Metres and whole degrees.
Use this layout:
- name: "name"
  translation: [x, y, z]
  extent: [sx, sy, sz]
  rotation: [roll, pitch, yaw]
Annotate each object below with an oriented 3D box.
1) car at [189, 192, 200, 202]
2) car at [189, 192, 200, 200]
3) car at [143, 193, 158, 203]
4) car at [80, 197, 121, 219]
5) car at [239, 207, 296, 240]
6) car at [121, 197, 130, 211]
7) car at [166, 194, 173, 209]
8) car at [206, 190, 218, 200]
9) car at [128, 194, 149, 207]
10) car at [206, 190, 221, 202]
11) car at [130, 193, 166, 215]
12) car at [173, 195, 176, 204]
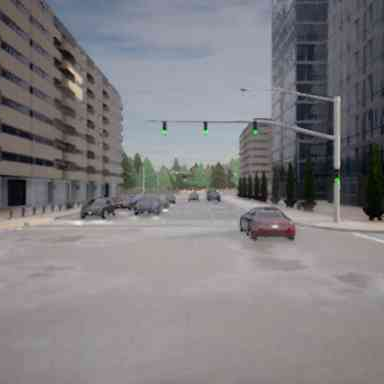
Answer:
- name: "car"
  translation: [0.333, 0.955, 57.512]
  extent: [2.033, 1.411, 5.357]
  rotation: [0, 1, 1]
- name: "car"
  translation: [0.520, 0.806, 67.854]
  extent: [2.128, 1.511, 4.902]
  rotation: [0, 1, 1]
- name: "car"
  translation: [-6.730, 0.950, 54.225]
  extent: [1.837, 1.490, 4.892]
  rotation: [0, 1, 1]
- name: "car"
  translation: [-7.252, 1.231, 26.161]
  extent: [1.837, 1.490, 4.892]
  rotation: [0, 1, 1]
- name: "car"
  translation: [3.492, 1.408, 16.050]
  extent: [1.994, 1.385, 4.181]
  rotation: [0, 1, 0]
- name: "car"
  translation: [-7.146, 1.201, 35.055]
  extent: [1.994, 1.385, 4.181]
  rotation: [0, 1, 2]
- name: "car"
  translation: [-3.593, 1.125, 38.582]
  extent: [1.812, 1.442, 4.674]
  rotation: [0, 1, 1]
- name: "car"
  translation: [4.021, 0.524, 67.852]
  extent: [2.150, 2.045, 5.566]
  rotation: [0, 1, 1]
- name: "car"
  translation: [-6.968, 1.027, 43.869]
  extent: [1.882, 1.535, 5.008]
  rotation: [0, 1, 2]
- name: "car"
  translation: [3.835, 0.755, 57.692]
  extent: [2.097, 1.767, 4.553]
  rotation: [0, 1, 1]
- name: "car"
  translation: [-3.719, 1.047, 29.094]
  extent: [2.097, 1.767, 4.553]
  rotation: [0, 1, 0]
- name: "car"
  translation: [-3.330, 1.042, 49.048]
  extent: [2.033, 1.411, 5.357]
  rotation: [0, 1, 1]
